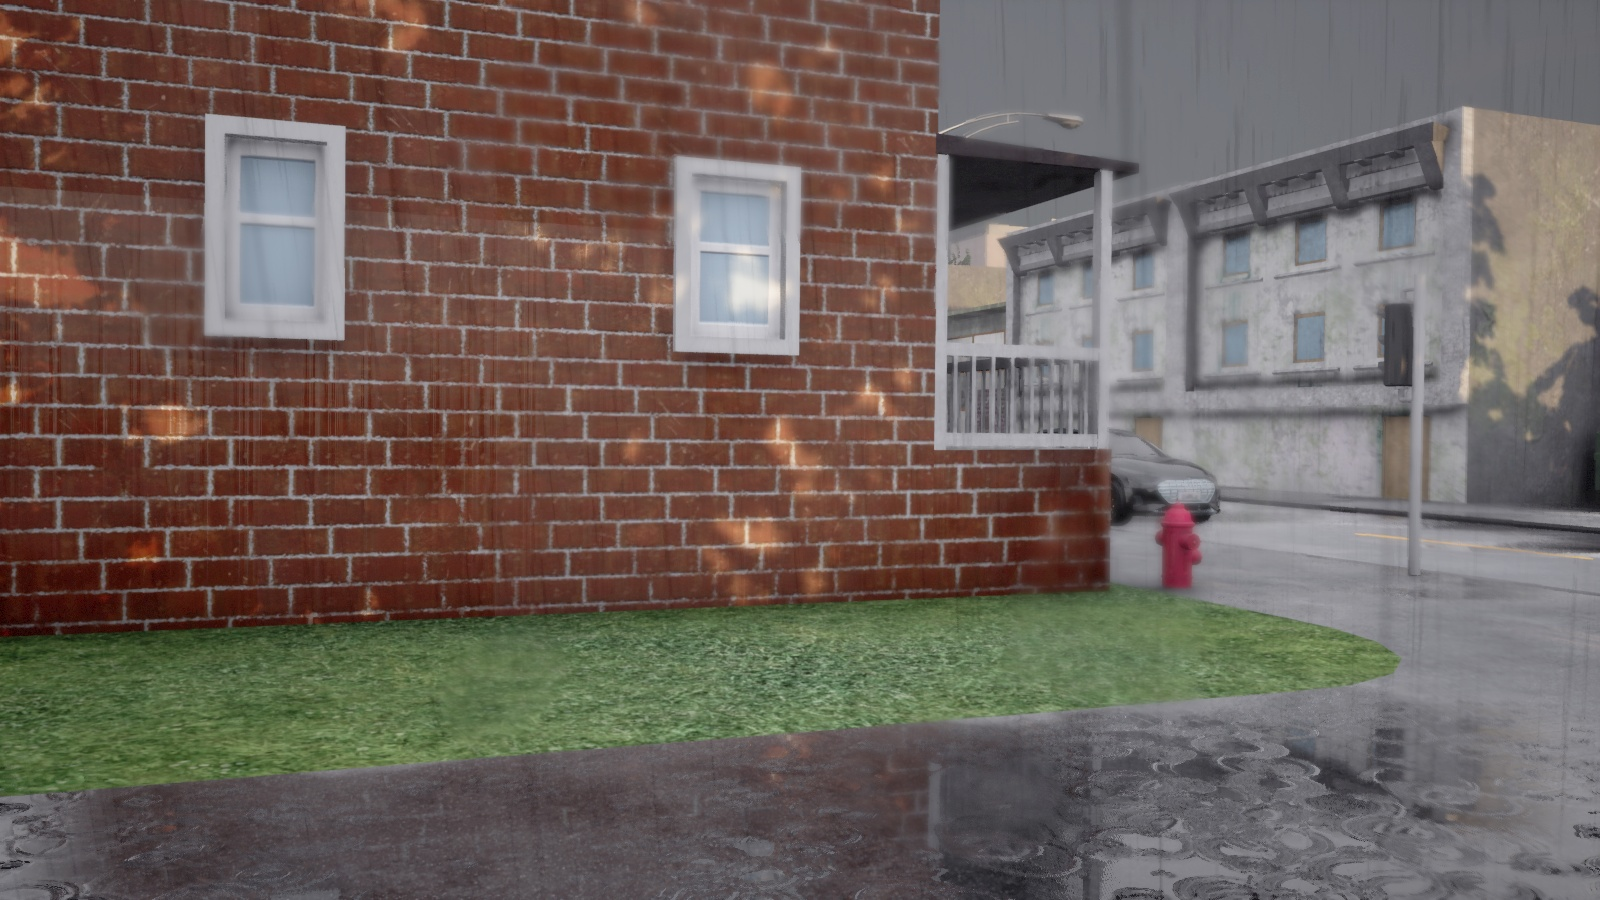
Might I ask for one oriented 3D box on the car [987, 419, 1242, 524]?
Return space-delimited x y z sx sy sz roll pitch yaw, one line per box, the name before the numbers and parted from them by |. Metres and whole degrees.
car | 5.462 0.302 22.579 2.033 1.649 4.856 -1 1 -21
